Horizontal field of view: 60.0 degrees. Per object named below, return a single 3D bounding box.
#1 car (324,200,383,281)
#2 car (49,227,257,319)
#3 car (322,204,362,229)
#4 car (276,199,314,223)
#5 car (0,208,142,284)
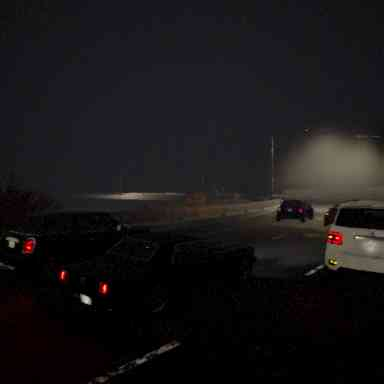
[{"bbox_3d":[5.439,1.234,9.177,2.150,2.045,5.566,1,0,38],"label":"car"},{"bbox_3d":[-0.407,1.584,7.480,1.895,1.301,4.718,0,0,40],"label":"car"},{"bbox_3d":[10.431,1.582,22.942,1.994,1.385,4.181,0,0,31],"label":"car"},{"bbox_3d":[8.168,1.353,26.042,2.097,1.767,4.553,0,0,30],"label":"car"},{"bbox_3d":[-3.061,1.316,9.814,2.097,1.767,4.553,0,0,40],"label":"car"}]
